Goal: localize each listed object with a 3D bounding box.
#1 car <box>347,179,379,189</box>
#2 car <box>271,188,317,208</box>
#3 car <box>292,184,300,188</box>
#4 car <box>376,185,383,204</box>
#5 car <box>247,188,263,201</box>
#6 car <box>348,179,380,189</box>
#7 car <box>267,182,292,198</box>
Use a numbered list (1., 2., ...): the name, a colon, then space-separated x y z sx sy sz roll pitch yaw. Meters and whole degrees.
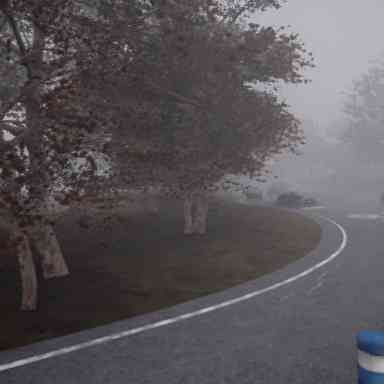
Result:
1. car: 31.535 -1.498 61.448 4.902 1.511 2.128 -2 2 7
2. car: 9.828 0.658 31.663 1.994 1.385 4.181 -3 2 -21
3. car: 16.568 -0.631 57.373 5.008 1.535 1.882 -5 2 -34
4. car: 17.689 0.381 26.179 5.008 1.535 1.882 -1 3 41
5. car: 8.194 0.263 43.403 1.882 1.535 5.008 -2 2 11
6. car: 30.268 -1.422 58.294 4.553 1.767 2.097 -2 2 2
7. car: 12.308 -0.321 47.431 2.150 2.045 5.566 -3 2 26
